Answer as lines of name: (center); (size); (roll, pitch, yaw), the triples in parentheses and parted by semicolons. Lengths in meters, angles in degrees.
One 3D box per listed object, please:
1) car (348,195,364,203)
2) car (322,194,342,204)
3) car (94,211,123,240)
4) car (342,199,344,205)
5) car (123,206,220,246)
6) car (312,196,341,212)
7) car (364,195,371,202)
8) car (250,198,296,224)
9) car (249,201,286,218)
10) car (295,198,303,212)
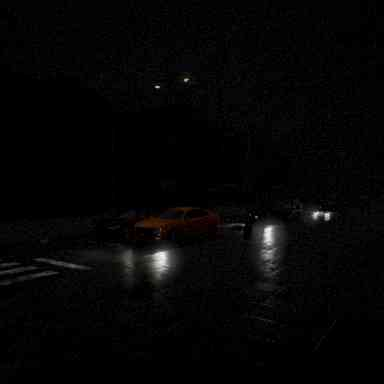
car: (33.132, 1.507, 67.708); (1.947, 1.339, 4.313); (0, 0, 35)
car: (20.056, 1.248, 49.129); (2.192, 1.841, 5.009); (0, 0, 35)
car: (-2.826, 1.516, 16.618); (2.008, 1.369, 4.403); (0, 0, 35)
car: (23.326, 1.498, 53.774); (1.947, 1.339, 4.313); (0, 0, 35)
car: (-0.557, 1.440, 15.434); (1.882, 1.535, 5.008); (0, 0, 35)
car: (14.989, 1.498, 37.458); (1.994, 1.385, 4.181); (0, 0, 35)
car: (39.571, 1.484, 76.858); (1.752, 1.417, 4.829); (0, 0, 35)
car: (5.724, 1.449, 24.357); (1.837, 1.490, 4.892); (0, 0, 35)
car: (6.980, 1.522, 30.551); (1.802, 1.307, 4.206); (0, 0, 35)
car: (10.249, 1.377, 35.196); (1.967, 1.590, 4.097); (0, 0, 35)
